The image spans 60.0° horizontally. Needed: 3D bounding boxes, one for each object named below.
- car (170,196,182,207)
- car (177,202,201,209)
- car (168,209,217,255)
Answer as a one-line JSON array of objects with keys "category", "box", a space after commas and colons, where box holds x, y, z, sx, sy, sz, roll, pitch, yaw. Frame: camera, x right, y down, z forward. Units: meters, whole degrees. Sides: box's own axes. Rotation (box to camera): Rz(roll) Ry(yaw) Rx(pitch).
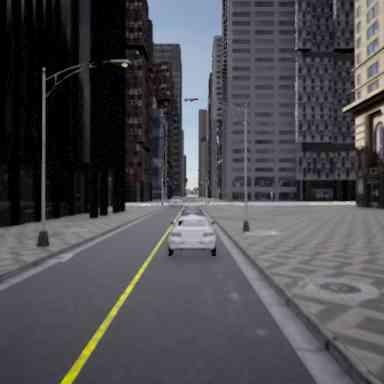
[{"category": "car", "box": [-3.047, 1.873, 64.231, 2.150, 2.045, 5.566, 0, -1, 0]}, {"category": "car", "box": [-0.001, 1.823, 27.530, 2.033, 1.411, 5.357, 0, -1, 0]}, {"category": "car", "box": [0.018, 1.664, 13.911, 1.812, 1.442, 4.674, 0, 0, 0]}]
